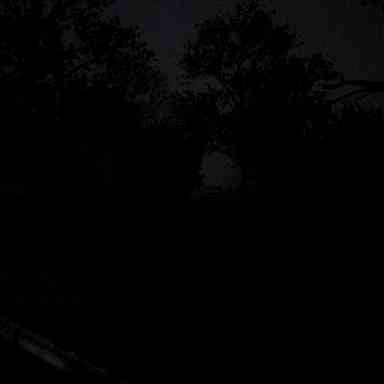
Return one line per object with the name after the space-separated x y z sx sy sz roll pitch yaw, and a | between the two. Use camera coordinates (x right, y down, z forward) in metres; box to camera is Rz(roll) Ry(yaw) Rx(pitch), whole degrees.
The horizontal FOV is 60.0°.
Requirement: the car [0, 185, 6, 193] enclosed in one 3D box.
-33.138 -0.544 55.341 1.837 1.490 4.892 0 2 5 | car
